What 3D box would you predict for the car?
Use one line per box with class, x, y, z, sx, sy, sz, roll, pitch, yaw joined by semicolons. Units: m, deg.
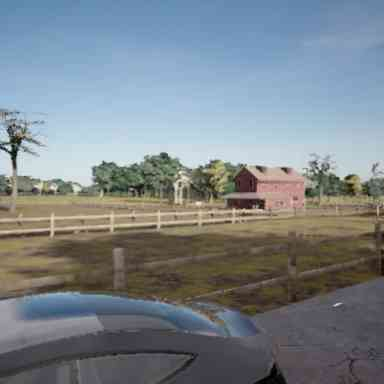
car;-1.353;1.526;2.107;4.674;1.442;1.812;0;0;-36
